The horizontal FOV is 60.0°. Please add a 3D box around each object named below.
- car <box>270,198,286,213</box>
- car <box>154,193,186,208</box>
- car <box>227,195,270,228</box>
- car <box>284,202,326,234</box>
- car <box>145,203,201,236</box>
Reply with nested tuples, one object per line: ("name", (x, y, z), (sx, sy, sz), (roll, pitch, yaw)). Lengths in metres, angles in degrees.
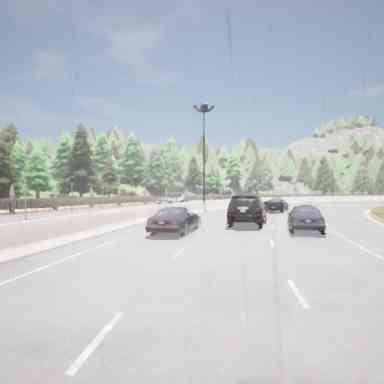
("car", (9.516, 1.450, 36.961), (1.882, 1.535, 5.008), (0, 0, 25))
("car", (-3.245, 1.237, 50.779), (2.150, 2.045, 5.566), (0, 0, 30))
("car", (3.756, 1.204, 22.134), (2.150, 2.045, 5.566), (0, 0, 16))
("car", (6.543, 1.533, 19.225), (2.033, 1.411, 5.357), (0, 0, 15))
("car", (-0.876, 1.533, 18.308), (2.033, 1.411, 5.357), (0, 0, 13))
